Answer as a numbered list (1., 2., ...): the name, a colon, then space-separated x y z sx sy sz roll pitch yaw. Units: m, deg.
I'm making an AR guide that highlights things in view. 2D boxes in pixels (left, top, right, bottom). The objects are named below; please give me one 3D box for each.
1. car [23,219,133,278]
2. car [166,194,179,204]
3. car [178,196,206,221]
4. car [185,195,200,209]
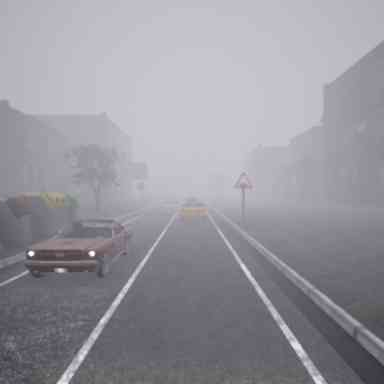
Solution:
1. car: -3.101 1.532 10.054 1.895 1.301 4.718 0 0 0
2. car: -3.077 1.150 52.998 2.128 1.511 4.902 0 0 0
3. car: 0.095 1.303 25.618 1.801 1.575 5.366 0 0 0
4. car: 0.072 1.245 42.948 1.837 1.490 4.892 0 1 0
